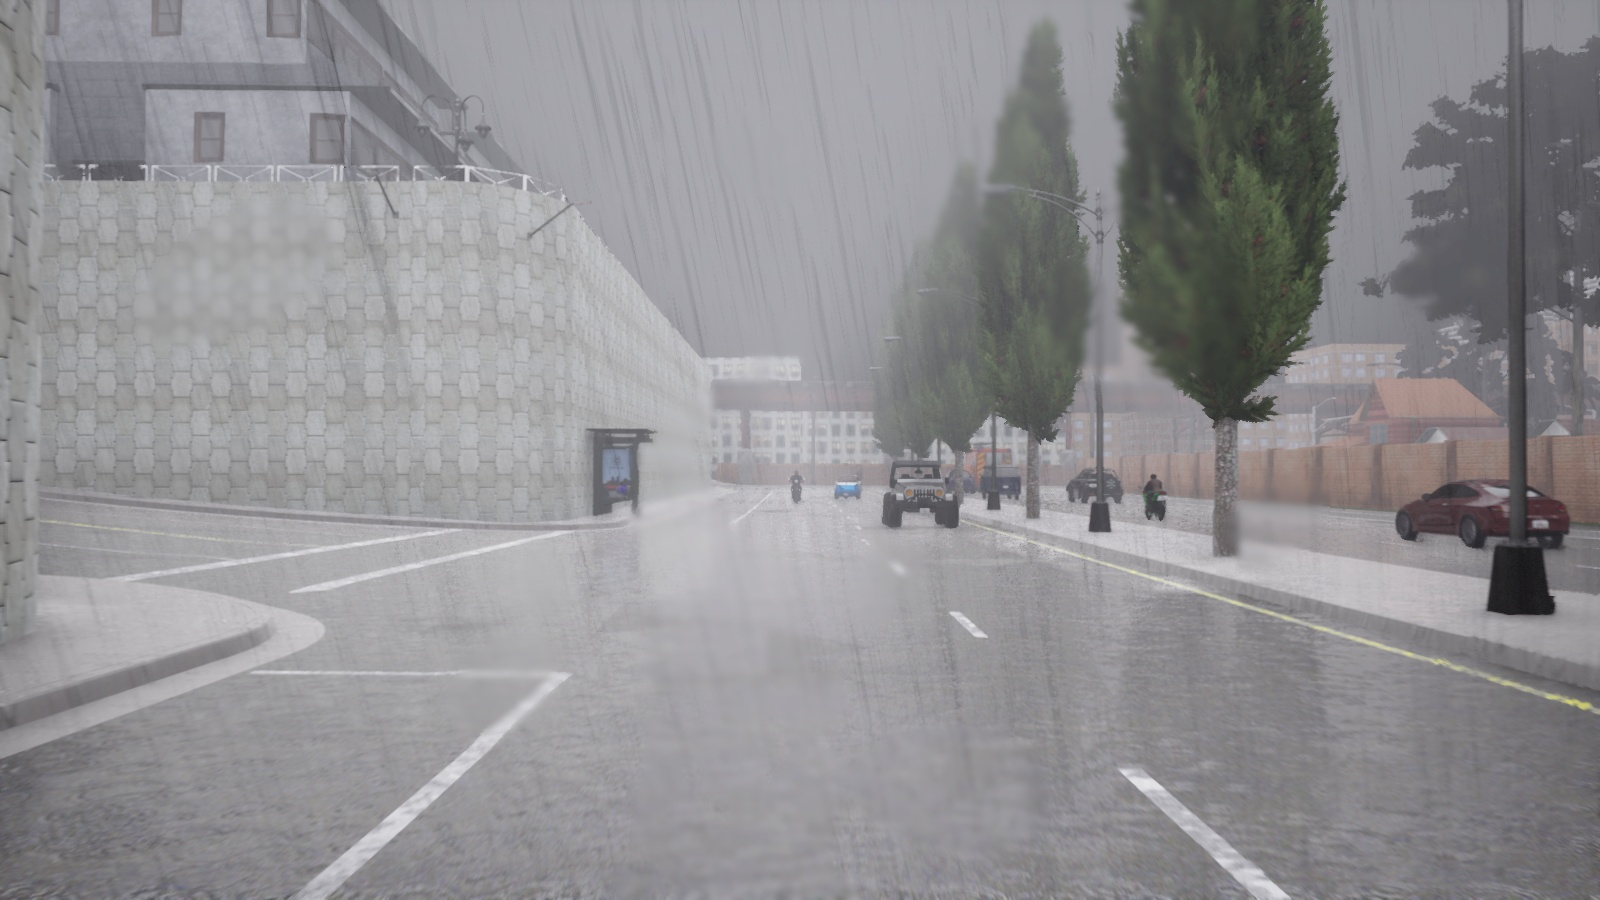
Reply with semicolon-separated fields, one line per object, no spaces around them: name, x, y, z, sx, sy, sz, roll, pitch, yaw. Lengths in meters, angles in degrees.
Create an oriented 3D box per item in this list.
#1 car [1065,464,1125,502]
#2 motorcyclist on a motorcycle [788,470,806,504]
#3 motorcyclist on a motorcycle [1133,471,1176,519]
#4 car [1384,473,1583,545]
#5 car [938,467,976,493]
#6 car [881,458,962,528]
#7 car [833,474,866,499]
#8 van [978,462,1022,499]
car;14.829;1.634;63.447;1.932;1.855;4.605;0;-1;0
motorcyclist on a motorcycle;-0.161;1.785;60.735;0.866;1.590;1.817;0;-1;0
motorcyclist on a motorcycle;11.391;1.428;40.444;0.797;1.523;2.044;0;-1;0
car;14.925;1.245;27.764;1.812;1.442;4.674;0;-1;0
car;11.258;2.138;90.221;2.097;1.767;4.553;0;-1;0
car;3.403;1.197;35.863;1.905;1.878;3.866;0;-1;0
car;2.785;2.040;70.717;1.481;1.376;2.207;0;-2;13
van;11.308;1.713;71.196;1.775;1.987;4.442;0;-1;0
